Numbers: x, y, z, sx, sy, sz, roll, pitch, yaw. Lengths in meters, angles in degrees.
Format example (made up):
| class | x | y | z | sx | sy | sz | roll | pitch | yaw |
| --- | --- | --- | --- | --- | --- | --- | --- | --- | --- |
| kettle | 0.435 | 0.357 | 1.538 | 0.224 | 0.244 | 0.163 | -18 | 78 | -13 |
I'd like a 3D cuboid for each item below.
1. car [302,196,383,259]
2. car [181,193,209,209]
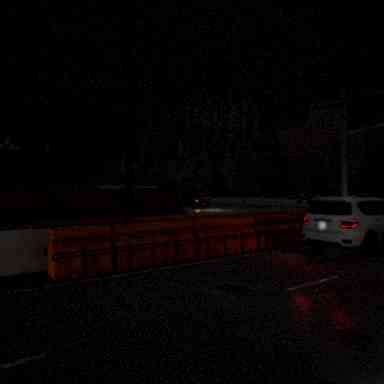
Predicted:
| class | x | y | z | sx | sy | sz | roll | pitch | yaw |
| --- | --- | --- | --- | --- | --- | --- | --- | --- | --- |
| car | 6.564 | 1.187 | 12.773 | 5.566 | 2.045 | 2.150 | 0 | 0 | -36 |
| car | 0.038 | 1.148 | 45.277 | 2.150 | 2.045 | 5.566 | 0 | 1 | -34 |
